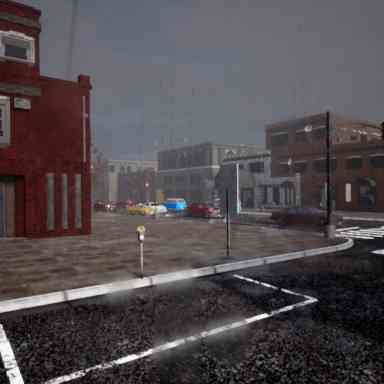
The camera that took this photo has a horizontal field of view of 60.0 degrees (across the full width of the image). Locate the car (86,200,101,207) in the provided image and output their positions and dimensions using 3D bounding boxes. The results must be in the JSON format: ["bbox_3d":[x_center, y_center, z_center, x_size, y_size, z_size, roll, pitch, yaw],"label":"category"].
[{"bbox_3d":[-22.614,2.594,76.266,1.802,1.307,4.206,-2,0,-36],"label":"car"}]

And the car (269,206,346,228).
[{"bbox_3d":[8.244,1.754,24.289,2.033,1.411,5.357,-1,0,-38],"label":"car"}]

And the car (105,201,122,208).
[{"bbox_3d":[-15.941,2.432,67.122,1.802,1.307,4.206,-2,0,-36],"label":"car"}]

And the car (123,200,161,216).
[{"bbox_3d":[-5.930,2.047,39.241,1.752,1.417,4.829,-2,0,-36],"label":"car"}]

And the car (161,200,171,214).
[{"bbox_3d":[-4.964,2.050,42.288,1.812,1.442,4.674,-1,0,-36],"label":"car"}]

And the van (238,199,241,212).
[{"bbox_3d":[4.068,1.707,39.693,1.690,1.788,3.998,-2,0,-36],"label":"van"}]

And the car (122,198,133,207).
[{"bbox_3d":[-12.613,2.084,62.551,2.192,1.841,5.009,-2,0,-36],"label":"car"}]

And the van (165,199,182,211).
[{"bbox_3d":[-2.604,1.868,48.835,1.690,1.788,3.998,-2,0,-36],"label":"van"}]

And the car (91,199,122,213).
[{"bbox_3d":[-12.708,2.000,48.521,2.192,1.841,5.009,-2,0,-36],"label":"car"}]

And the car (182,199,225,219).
[{"bbox_3d":[1.369,1.723,33.593,2.097,1.767,4.553,-1,0,-36],"label":"car"}]
